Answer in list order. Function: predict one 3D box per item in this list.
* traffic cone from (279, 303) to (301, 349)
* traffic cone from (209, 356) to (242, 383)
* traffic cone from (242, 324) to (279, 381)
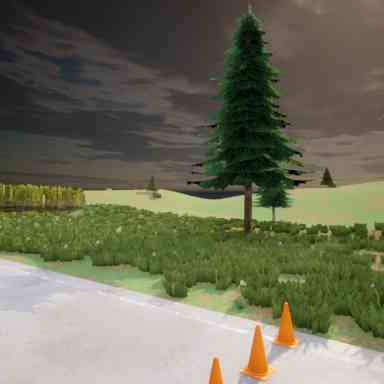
[{"bbox_3d":[1.412,1.955,4.982,0.340,0.580,0.340,0,0,36],"label":"traffic cone"},{"bbox_3d":[0.243,1.955,3.359,0.340,0.580,0.340,0,0,36],"label":"traffic cone"},{"bbox_3d":[0.828,1.955,4.171,0.340,0.580,0.340,0,0,36],"label":"traffic cone"}]
